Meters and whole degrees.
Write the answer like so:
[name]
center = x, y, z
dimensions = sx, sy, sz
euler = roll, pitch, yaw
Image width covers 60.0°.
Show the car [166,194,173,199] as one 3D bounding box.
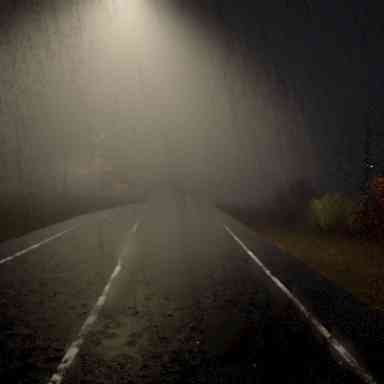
[car]
center = -6.413, 1.363, 94.649
dimensions = 2.128, 1.511, 4.902
euler = 2, 0, 0
